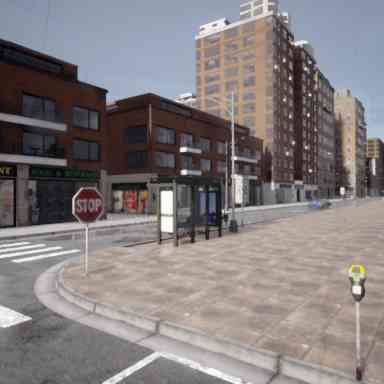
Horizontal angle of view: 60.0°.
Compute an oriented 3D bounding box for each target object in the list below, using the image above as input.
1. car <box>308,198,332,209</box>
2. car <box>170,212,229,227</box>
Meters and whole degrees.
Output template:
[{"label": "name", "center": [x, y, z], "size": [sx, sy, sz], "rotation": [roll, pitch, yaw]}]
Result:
[{"label": "car", "center": [16.382, 1.448, 42.530], "size": [2.033, 1.411, 5.357], "rotation": [0, 0, 35]}, {"label": "car", "center": [0.372, 1.554, 20.044], "size": [1.895, 1.301, 4.718], "rotation": [0, 0, 35]}]
